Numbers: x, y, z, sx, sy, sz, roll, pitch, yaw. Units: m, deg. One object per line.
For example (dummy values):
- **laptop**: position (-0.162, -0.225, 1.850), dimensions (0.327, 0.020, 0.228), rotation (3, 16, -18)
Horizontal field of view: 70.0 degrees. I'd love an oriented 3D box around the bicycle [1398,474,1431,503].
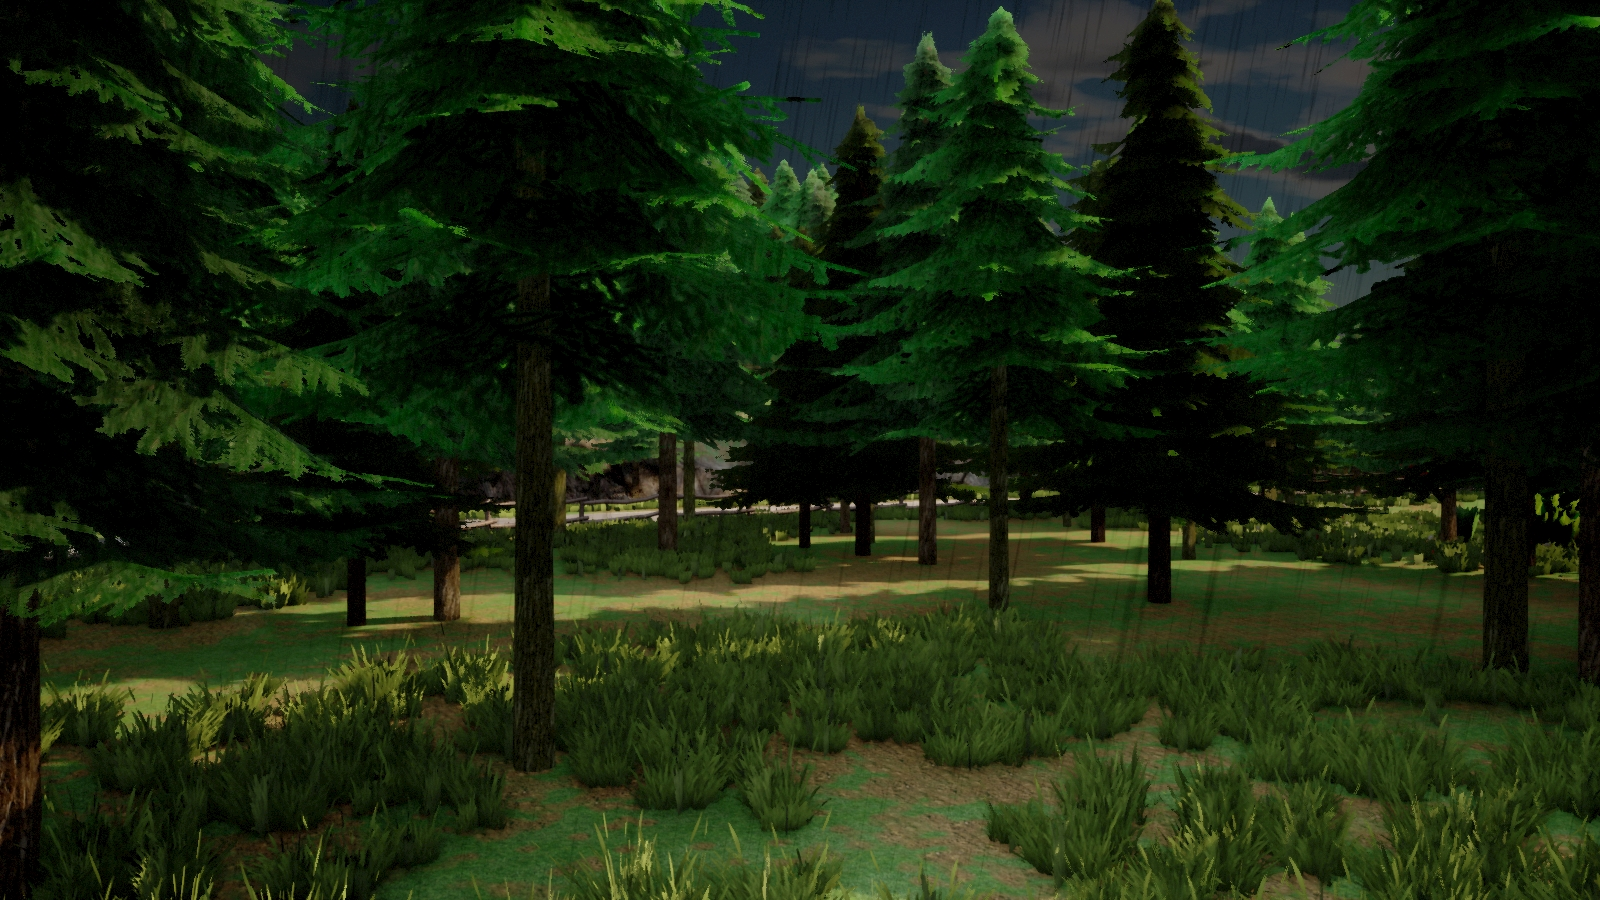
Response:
- **bicycle**: position (33.216, 2.060, 61.758), dimensions (0.329, 1.471, 1.835), rotation (0, 0, -20)
